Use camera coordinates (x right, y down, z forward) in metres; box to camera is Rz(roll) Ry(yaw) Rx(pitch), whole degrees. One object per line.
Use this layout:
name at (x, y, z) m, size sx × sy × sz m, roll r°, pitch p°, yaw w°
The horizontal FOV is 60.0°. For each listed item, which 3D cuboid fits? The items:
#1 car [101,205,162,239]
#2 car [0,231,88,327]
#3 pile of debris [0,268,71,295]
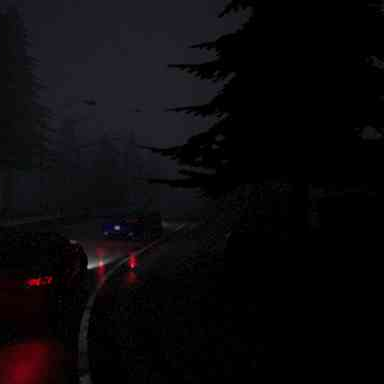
car at (-2.877, 1.381, 16.854) m, size 1.882 × 1.535 × 5.008 m, roll 0°, pitch 0°, yaw 8°
car at (-3.468, 1.508, 6.966) m, size 1.994 × 1.385 × 4.181 m, roll 1°, pitch 0°, yaw -11°
pile of debris at (-3.958, 2.117, 8.020) m, size 1.500 × 0.140 × 1.860 m, roll 0°, pitch 0°, yaw -4°
